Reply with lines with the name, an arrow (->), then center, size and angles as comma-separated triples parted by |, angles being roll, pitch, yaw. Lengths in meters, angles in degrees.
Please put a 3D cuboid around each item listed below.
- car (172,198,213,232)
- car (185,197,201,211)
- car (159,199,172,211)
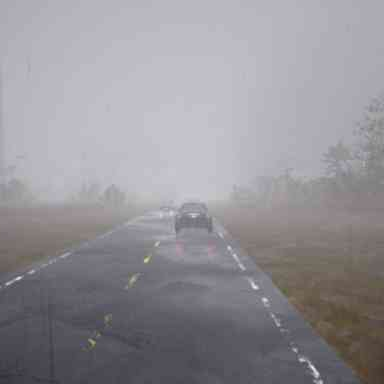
car -> 0.105, 1.349, 20.205 | 2.097, 1.767, 4.553 | 0, 0, 0
car -> 0.110, 1.471, 42.703 | 1.882, 1.535, 5.008 | 0, 0, 0
car -> -2.990, 1.548, 41.207 | 2.033, 1.411, 5.357 | 0, 0, 0
